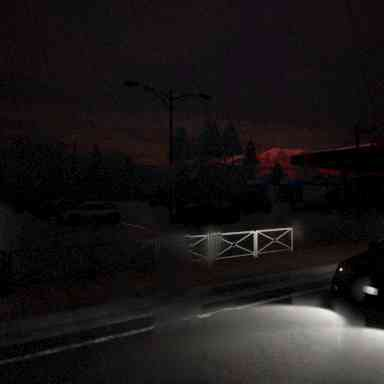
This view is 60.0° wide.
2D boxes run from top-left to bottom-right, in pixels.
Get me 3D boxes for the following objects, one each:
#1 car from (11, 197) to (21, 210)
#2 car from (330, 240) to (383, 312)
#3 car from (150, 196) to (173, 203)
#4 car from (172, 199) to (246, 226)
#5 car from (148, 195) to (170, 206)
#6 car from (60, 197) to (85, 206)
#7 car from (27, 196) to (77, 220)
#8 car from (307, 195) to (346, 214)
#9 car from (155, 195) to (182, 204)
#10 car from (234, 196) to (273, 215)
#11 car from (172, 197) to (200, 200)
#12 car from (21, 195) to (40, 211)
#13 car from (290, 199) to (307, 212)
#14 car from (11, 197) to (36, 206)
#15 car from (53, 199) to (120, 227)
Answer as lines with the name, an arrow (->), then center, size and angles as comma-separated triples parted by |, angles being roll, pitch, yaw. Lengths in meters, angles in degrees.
car -> -19.018, 1.289, 40.489 | 4.605, 1.855, 1.932 | 0, 0, -32
car -> 4.862, 1.564, 6.935 | 4.181, 1.385, 1.994 | 0, 0, -31
car -> -6.450, 1.531, 70.030 | 4.514, 1.523, 2.007 | 0, 0, -32
car -> 1.109, 1.490, 22.597 | 4.514, 1.523, 2.007 | 0, 0, -32
car -> -5.102, 1.511, 53.275 | 3.633, 1.501, 1.845 | 0, 0, -32
car -> -20.745, 1.576, 57.740 | 3.806, 1.475, 1.970 | 0, 0, -32
car -> -10.449, 1.345, 27.327 | 5.027, 1.636, 2.152 | 0, 0, -32
car -> 14.431, 1.268, 35.069 | 3.866, 1.878, 1.905 | 0, 0, -32
car -> -4.763, 1.522, 67.385 | 5.027, 1.636, 2.152 | 0, 0, -32
car -> 6.006, 1.289, 33.751 | 4.605, 1.855, 1.932 | 0, 0, -32
car -> 0.093, 1.490, 44.738 | 4.514, 1.523, 2.007 | 0, 0, -32
car -> -17.146, 1.268, 38.229 | 3.866, 1.878, 1.905 | 0, 0, -32
car -> 13.211, 1.553, 38.222 | 3.806, 1.475, 1.970 | 0, 0, -32
car -> -28.628, 1.565, 56.395 | 3.633, 1.501, 1.845 | 0, 0, -32
car -> -6.814, 1.424, 22.028 | 3.806, 1.475, 1.970 | 0, 0, -32
